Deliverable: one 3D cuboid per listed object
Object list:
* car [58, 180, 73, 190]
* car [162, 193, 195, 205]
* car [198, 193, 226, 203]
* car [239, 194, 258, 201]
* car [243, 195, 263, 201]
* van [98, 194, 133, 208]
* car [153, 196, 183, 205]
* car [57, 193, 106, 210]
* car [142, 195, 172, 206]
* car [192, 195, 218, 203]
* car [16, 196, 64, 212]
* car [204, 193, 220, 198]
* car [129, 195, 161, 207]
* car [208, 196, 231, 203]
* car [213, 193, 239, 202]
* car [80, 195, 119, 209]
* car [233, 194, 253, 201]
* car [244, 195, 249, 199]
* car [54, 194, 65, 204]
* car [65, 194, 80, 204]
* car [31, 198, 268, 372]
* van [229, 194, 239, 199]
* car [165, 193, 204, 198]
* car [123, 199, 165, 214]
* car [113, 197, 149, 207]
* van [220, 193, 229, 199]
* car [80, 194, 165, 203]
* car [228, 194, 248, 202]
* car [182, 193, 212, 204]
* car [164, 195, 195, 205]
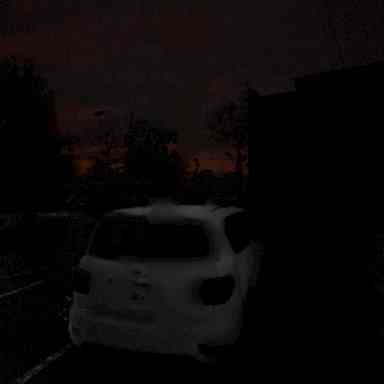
[{"bbox_3d":[-19.462,-0.945,47.859,2.128,1.511,4.902,0,4,35],"label":"car"},{"bbox_3d":[-2.481,1.258,60.539,5.566,2.045,2.435,-1,0,14],"label":"car"},{"bbox_3d":[4.295,1.261,70.553,5.566,2.045,2.435,-1,0,14],"label":"car"},{"bbox_3d":[14.520,1.389,85.550,4.553,1.767,2.185,-1,0,14],"label":"car"},{"bbox_3d":[16.182,1.517,88.065,4.892,1.521,2.231,-1,-1,14],"label":"car"},{"bbox_3d":[-11.038,1.279,48.045,4.442,1.987,1.878,-1,0,14],"label":"van"},{"bbox_3d":[-4.114,1.537,58.020,4.792,1.488,2.163,-1,-1,14],"label":"car"},{"bbox_3d":[-14.285,1.249,43.020,5.566,2.045,2.435,-1,-1,14],"label":"car"},{"bbox_3d":[-5.811,1.381,55.517,4.553,1.767,2.185,-1,0,14],"label":"car"},{"bbox_3d":[2.640,1.512,68.025,4.892,1.521,2.231,-1,0,14],"label":"car"},{"bbox_3d":[-17.725,1.527,38.002,4.792,1.488,2.163,-1,0,14],"label":"car"},{"bbox_3d":[-0.436,1.247,33.315,5.566,2.045,2.435,1,1,14],"label":"car"},{"bbox_3d":[-7.503,1.380,53.004,4.553,1.767,2.185,-1,0,14],"label":"car"},{"bbox_3d":[6.052,1.541,73.039,4.792,1.488,2.163,-1,-1,14],"label":"car"},{"bbox_3d":[7.742,1.261,75.546,5.566,2.045,2.435,-1,-1,14],"label":"car"},{"bbox_3d":[-12.647,1.377,45.532,4.553,1.767,2.185,-1,-1,14],"label":"car"},{"bbox_3d":[12.767,1.390,83.068,4.553,1.767,2.185,-1,-1,14],"label":"car"},{"bbox_3d":[6.221,1.505,43.112,4.892,1.521,2.231,1,0,14],"label":"car"},{"bbox_3d":[-16.034,1.248,40.509,5.566,2.045,2.435,-1,0,14],"label":"car"},{"bbox_3d":[-10.980,1.233,37.499,2.150,2.045,5.566,0,0,34],"label":"car"},{"bbox_3d":[0.114,1.235,6.120,2.435,2.045,5.566,0,-1,15],"label":"car"},{"bbox_3d":[3.025,1.277,38.190,4.442,1.987,1.878,1,0,14],"label":"van"},{"bbox_3d":[-2.096,1.245,30.866,5.566,2.045,2.435,1,1,14],"label":"car"},{"bbox_3d":[-5.205,1.517,36.743,1.837,1.490,4.892,0,0,34],"label":"car"},{"bbox_3d":[-9.232,1.506,50.527,4.892,1.521,2.231,-1,-1,14],"label":"car"},{"bbox_3d":[1.365,1.276,35.741,4.442,1.987,1.878,1,0,14],"label":"van"},{"bbox_3d":[-5.357,1.243,25.968,5.566,2.045,2.435,1,0,14],"label":"car"},{"bbox_3d":[11.075,1.389,80.558,4.553,1.767,2.185,-1,-1,14],"label":"car"},{"bbox_3d":[0.967,1.258,65.527,5.566,2.045,2.435,-1,-1,14],"label":"car"},{"bbox_3d":[-1.853,1.199,50.808,2.128,1.511,4.902,0,0,34],"label":"car"}]
